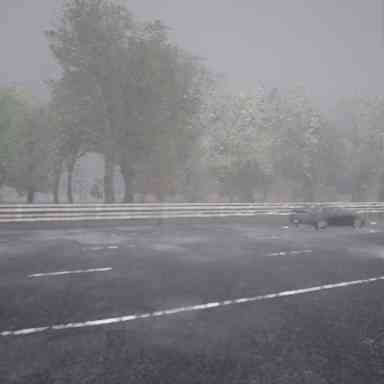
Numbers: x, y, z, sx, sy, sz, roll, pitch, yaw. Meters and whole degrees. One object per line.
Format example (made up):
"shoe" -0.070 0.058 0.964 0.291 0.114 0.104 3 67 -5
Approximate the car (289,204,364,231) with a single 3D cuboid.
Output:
"car" 8.053 1.455 19.770 4.902 1.511 2.128 1 0 -25
